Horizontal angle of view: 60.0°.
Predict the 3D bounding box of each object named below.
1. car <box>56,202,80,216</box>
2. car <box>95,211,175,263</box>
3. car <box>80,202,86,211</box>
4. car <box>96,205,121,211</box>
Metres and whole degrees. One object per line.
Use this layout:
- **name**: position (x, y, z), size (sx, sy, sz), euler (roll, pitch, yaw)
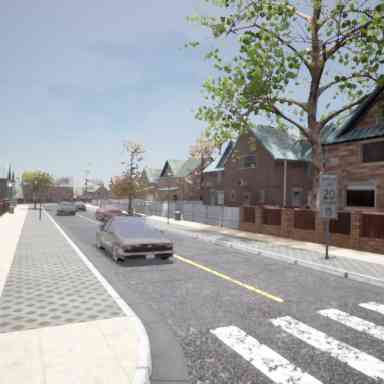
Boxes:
- **car**: position (-14.030, 1.884, 37.036), size (1.837, 1.490, 4.892), euler (2, -2, -25)
- **car**: position (-2.435, 1.667, 12.854), size (2.033, 1.411, 5.357), euler (2, -1, -26)
- **car**: position (-17.375, 2.154, 50.683), size (2.033, 1.411, 5.357), euler (2, -1, -26)
- **car**: position (-7.674, 1.891, 30.535), size (1.812, 1.442, 4.674), euler (2, -1, -26)
